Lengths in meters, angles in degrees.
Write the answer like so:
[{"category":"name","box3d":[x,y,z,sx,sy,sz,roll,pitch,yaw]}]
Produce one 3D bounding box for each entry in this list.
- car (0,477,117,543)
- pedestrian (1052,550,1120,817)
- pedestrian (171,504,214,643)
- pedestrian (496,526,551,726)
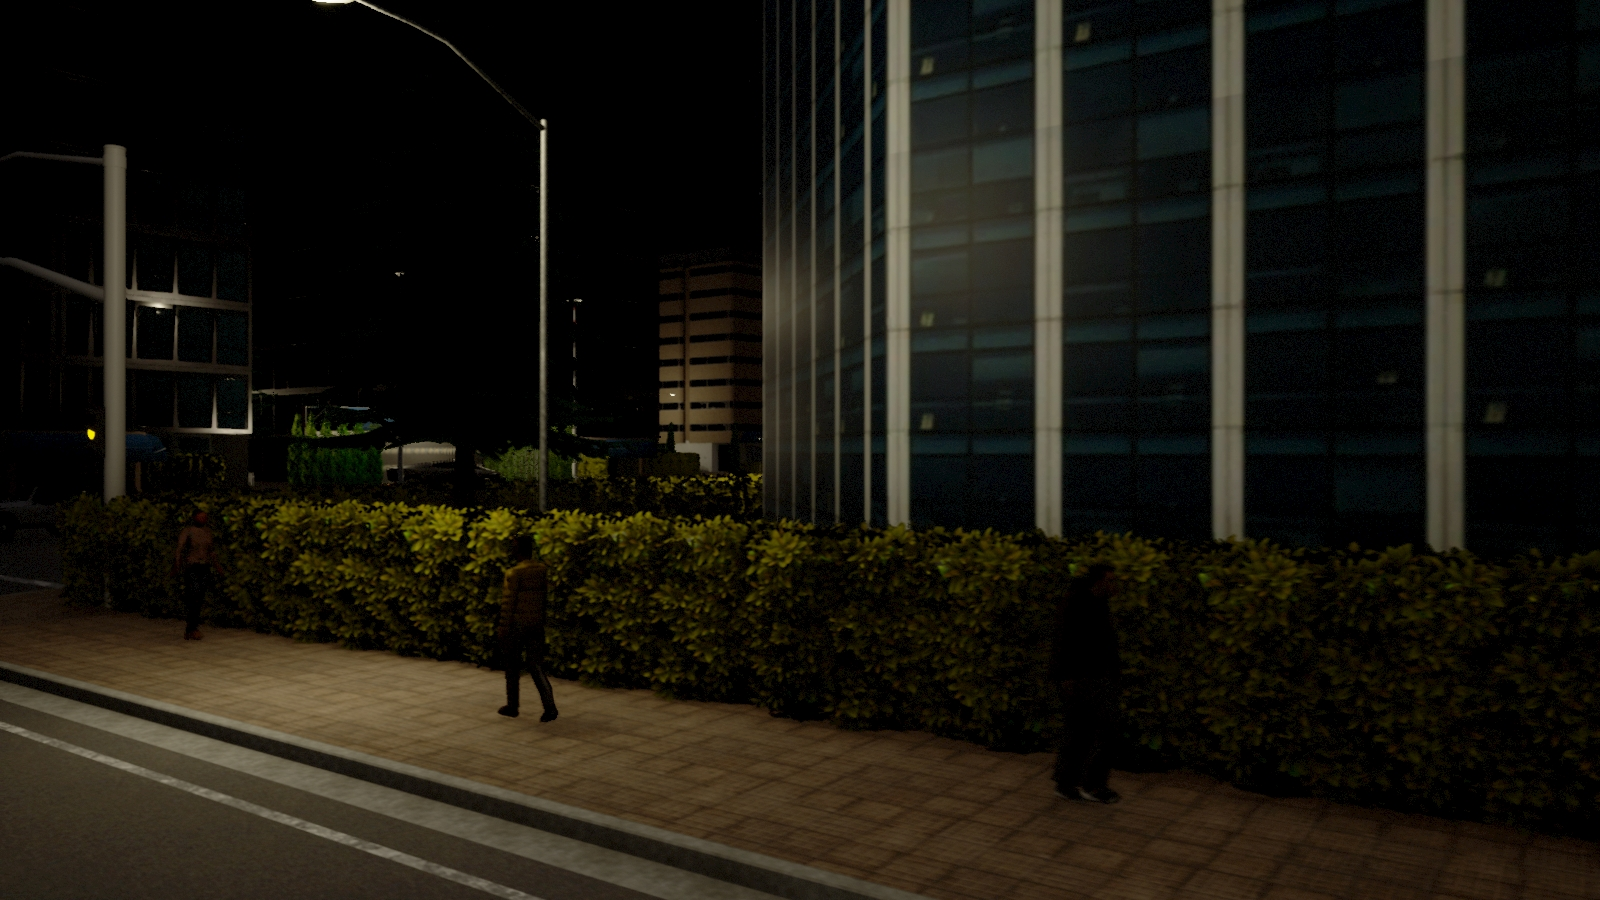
[{"category":"car","box3d":[-23.772,1.830,35.550,1.905,1.878,3.866,0,0,35]},{"category":"pedestrian","box3d":[2.112,1.693,8.437,0.375,1.860,0.375,0,0,35]},{"category":"pedestrian","box3d":[-8.347,1.685,15.702,0.375,1.860,0.375,0,0,28]},{"category":"pedestrian","box3d":[-2.687,1.689,11.102,0.375,1.860,0.375,0,0,41]}]
